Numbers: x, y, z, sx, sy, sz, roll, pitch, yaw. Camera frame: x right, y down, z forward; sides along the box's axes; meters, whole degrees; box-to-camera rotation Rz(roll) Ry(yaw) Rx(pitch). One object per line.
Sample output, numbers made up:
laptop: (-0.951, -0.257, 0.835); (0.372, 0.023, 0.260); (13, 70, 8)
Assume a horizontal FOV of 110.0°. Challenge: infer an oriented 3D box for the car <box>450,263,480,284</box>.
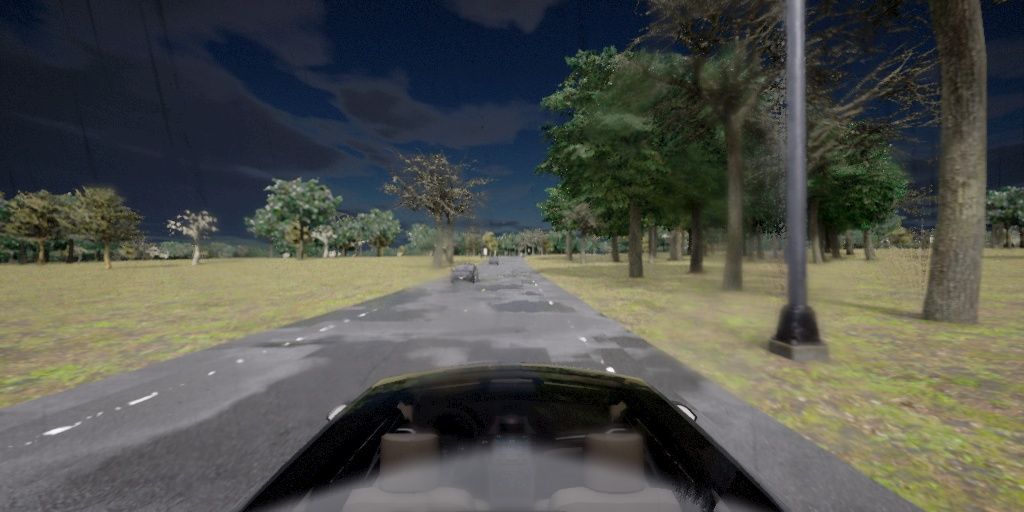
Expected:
car: (-3.591, 1.338, 27.867); (1.837, 1.490, 4.892); (0, 0, 0)
